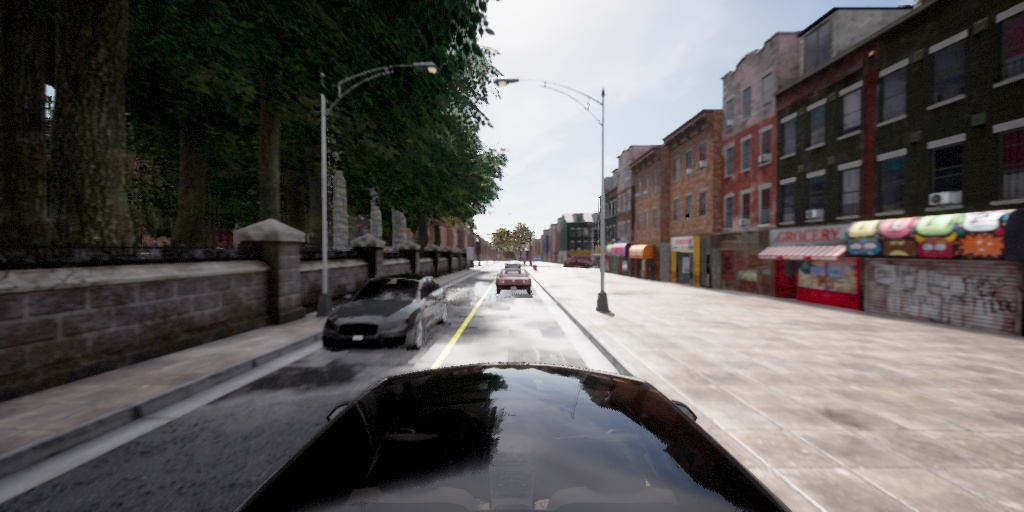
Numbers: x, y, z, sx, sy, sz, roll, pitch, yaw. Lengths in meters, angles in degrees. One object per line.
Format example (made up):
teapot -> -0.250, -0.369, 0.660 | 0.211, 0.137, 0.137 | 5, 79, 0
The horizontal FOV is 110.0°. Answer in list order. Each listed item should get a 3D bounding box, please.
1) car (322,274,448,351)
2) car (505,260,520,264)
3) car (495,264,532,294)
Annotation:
car -> -2.840, 1.251, 9.041 | 1.837, 1.490, 4.892 | 0, 0, 0
car -> 0.091, 1.241, 41.234 | 2.128, 1.511, 4.902 | 0, 0, 0
car -> 0.090, 1.345, 20.389 | 1.895, 1.301, 4.718 | 0, 0, 0
